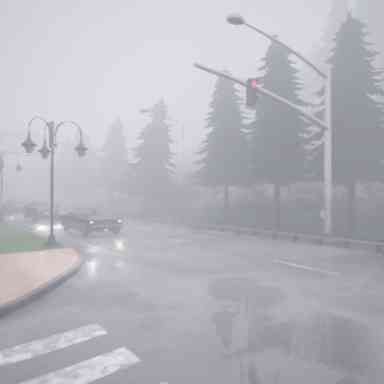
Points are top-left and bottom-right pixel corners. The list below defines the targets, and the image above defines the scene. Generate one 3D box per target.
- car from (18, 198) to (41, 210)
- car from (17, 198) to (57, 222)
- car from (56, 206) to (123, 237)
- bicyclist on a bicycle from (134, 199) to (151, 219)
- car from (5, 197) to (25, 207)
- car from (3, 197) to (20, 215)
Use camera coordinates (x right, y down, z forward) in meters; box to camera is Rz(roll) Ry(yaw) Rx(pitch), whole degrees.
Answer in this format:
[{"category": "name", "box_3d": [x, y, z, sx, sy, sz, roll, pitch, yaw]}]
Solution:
[{"category": "car", "box_3d": [-22.345, 1.616, 45.620, 1.994, 1.385, 4.181, 0, 0, -38]}, {"category": "car", "box_3d": [-11.747, 1.456, 25.951, 2.128, 1.511, 4.902, 0, 0, -38]}, {"category": "car", "box_3d": [-5.483, 1.531, 17.874, 1.895, 1.301, 4.718, 0, 0, -38]}, {"category": "bicyclist on a bicycle", "box_3d": [-4.092, 1.447, 27.669, 1.656, 1.620, 0.582, 1, -1, -38]}, {"category": "car", "box_3d": [-28.511, 1.578, 53.546, 2.128, 1.511, 4.902, 0, 0, -38]}, {"category": "car", "box_3d": [-18.250, 1.548, 34.332, 2.033, 1.411, 5.357, 0, 0, -38]}]
